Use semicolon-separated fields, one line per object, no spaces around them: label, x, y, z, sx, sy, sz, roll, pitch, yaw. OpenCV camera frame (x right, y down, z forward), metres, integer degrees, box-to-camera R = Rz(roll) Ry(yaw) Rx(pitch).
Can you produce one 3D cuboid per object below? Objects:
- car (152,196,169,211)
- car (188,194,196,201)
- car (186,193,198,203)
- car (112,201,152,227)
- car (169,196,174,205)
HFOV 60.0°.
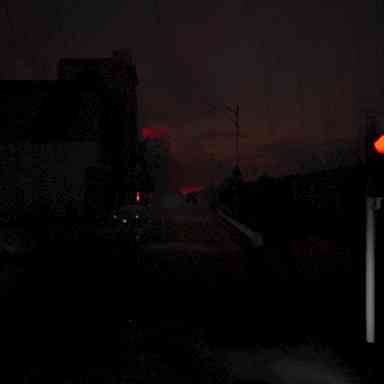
car;-4.121;1.497;39.960;1.812;1.442;4.674;0;0;0
car;-0.064;1.256;76.717;1.882;1.535;5.008;0;0;0
car;-0.053;1.175;66.327;2.150;2.045;5.566;0;0;0
car;-4.114;1.509;22.628;1.812;1.442;4.674;0;0;0
car;-4.126;1.451;56.947;2.128;1.511;4.902;0;0;0
